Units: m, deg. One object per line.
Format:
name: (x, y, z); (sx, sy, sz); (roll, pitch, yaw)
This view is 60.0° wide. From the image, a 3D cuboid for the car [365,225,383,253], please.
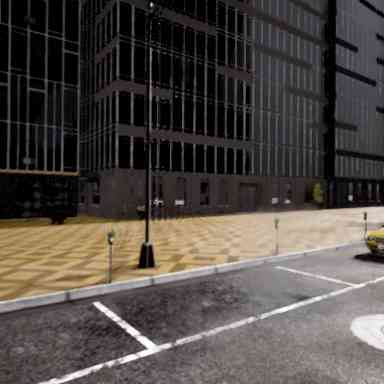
car: (8.321, 1.514, 12.484); (4.829, 1.417, 1.752); (0, 1, -35)
